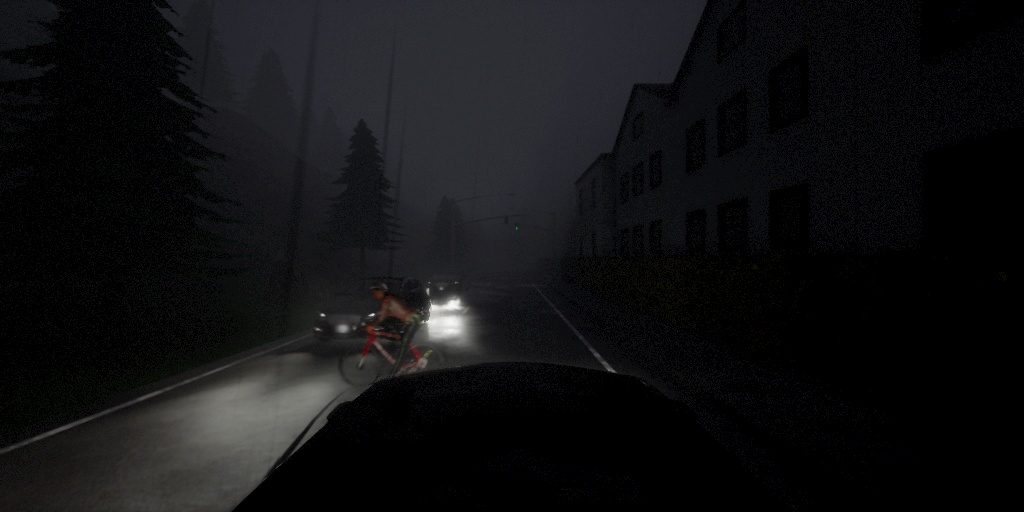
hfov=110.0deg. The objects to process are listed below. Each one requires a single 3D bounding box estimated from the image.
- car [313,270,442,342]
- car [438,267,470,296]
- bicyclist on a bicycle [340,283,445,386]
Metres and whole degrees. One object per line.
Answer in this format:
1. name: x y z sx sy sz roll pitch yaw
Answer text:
1. car: -3.610 1.312 10.107 2.128 1.511 4.902 0 -1 0
2. car: -3.581 1.396 20.679 2.128 1.511 4.902 0 0 0
3. bicyclist on a bicycle: -1.889 1.236 5.594 1.656 1.620 0.582 -2 0 0
